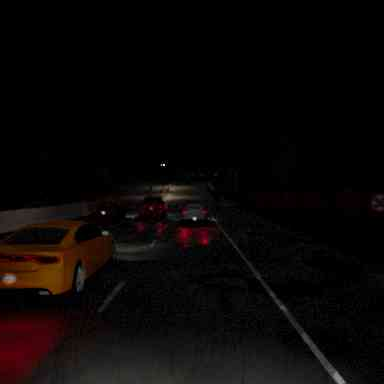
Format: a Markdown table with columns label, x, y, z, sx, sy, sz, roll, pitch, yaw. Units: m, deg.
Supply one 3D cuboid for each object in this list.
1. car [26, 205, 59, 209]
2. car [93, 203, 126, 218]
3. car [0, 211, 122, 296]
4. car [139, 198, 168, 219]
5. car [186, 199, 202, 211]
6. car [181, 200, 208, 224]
| label | x | y | z | sx | sy | sz | roll | pitch | yaw |
| --- | --- | --- | --- | --- | --- | --- | --- | --- | --- |
| car | -13.898 | 1.502 | 30.830 | 1.882 | 1.535 | 5.008 | 0 | 0 | 0 |
| car | -6.810 | 1.569 | 27.575 | 1.994 | 1.385 | 4.181 | 0 | 0 | 0 |
| car | -3.374 | 1.478 | 8.671 | 1.882 | 1.535 | 5.008 | 0 | 0 | 0 |
| car | -3.304 | 1.363 | 29.250 | 2.097 | 1.767 | 4.553 | 0 | 0 | 0 |
| car | 0.239 | 1.624 | 41.641 | 1.895 | 1.301 | 4.718 | 0 | 0 | 0 |
| car | 0.180 | 1.539 | 24.493 | 1.812 | 1.442 | 4.674 | 0 | 0 | 0 |
